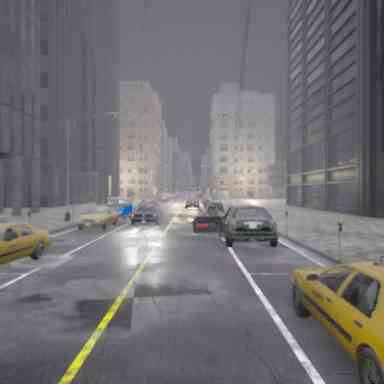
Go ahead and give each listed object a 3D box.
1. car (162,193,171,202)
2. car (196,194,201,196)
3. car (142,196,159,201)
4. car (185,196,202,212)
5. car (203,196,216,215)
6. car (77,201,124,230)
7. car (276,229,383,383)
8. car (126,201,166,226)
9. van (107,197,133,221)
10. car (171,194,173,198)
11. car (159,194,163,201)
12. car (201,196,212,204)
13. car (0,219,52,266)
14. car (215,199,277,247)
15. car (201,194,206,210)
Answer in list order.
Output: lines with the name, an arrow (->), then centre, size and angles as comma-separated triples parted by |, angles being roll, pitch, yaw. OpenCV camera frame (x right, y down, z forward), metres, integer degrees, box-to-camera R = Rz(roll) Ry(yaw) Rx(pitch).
car -> -5.869, 1.463, 66.474 | 1.947, 1.339, 4.313 | 0, 0, 0
car -> -0.008, 1.473, 55.567 | 2.033, 1.411, 5.357 | 0, 0, 0
car -> -5.865, 1.535, 43.914 | 1.802, 1.307, 4.206 | 0, 0, 0
car -> 0.071, 1.553, 44.654 | 1.895, 1.301, 4.718 | 0, 0, 0
car -> 2.661, 1.517, 38.253 | 2.008, 1.369, 4.403 | 0, 0, 0
car -> -5.863, 1.515, 21.183 | 1.752, 1.417, 4.829 | 0, 0, 0
car -> 2.666, 1.525, 4.625 | 1.752, 1.417, 4.829 | 0, 0, 1
car -> -3.105, 1.589, 23.601 | 1.895, 1.301, 4.718 | 0, 0, 0
van -> -5.864, 1.325, 26.994 | 1.690, 1.788, 3.998 | 0, 0, 0
car -> -5.869, 1.198, 72.113 | 2.192, 1.841, 5.009 | 0, 0, 0
car -> -5.866, 1.380, 49.555 | 1.967, 1.590, 4.097 | 0, 0, 0
car -> 2.658, 1.457, 60.810 | 1.887, 1.381, 4.507 | 0, 0, 0
car -> -5.868, 1.521, 9.869 | 1.752, 1.417, 4.829 | 0, 0, 1
car -> 2.386, 1.347, 15.129 | 2.097, 1.767, 4.553 | 0, 0, 0
car -> 2.660, 1.381, 49.531 | 1.967, 1.590, 4.097 | 0, 0, 0
